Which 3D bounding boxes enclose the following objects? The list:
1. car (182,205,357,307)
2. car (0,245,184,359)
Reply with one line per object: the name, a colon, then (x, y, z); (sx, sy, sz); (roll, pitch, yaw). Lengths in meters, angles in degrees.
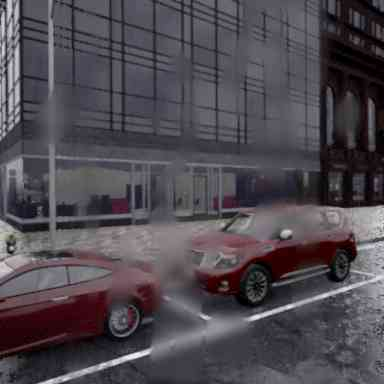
car: (2.004, 1.286, 8.083); (5.009, 1.841, 2.192); (0, 0, -35)
car: (-2.411, 1.578, 4.932); (4.206, 1.307, 1.802); (0, 0, -35)
